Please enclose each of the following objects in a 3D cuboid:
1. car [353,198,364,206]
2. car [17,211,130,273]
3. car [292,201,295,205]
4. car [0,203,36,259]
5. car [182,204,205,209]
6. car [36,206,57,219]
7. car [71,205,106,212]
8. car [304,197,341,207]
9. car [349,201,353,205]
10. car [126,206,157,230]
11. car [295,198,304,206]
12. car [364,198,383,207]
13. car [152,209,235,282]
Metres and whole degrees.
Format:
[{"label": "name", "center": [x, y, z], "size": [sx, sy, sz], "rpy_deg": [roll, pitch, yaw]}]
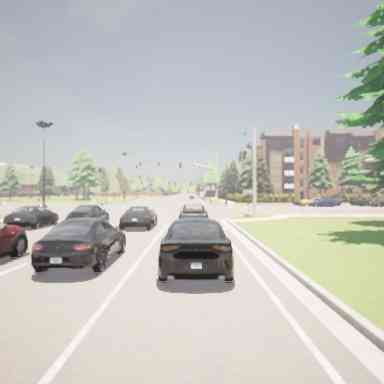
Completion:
[{"label": "car", "center": [29.032, 1.705, 53.370], "size": [4.718, 1.301, 1.895], "rpy_deg": [0, 0, 0]}, {"label": "car", "center": [-3.401, 1.546, 10.617], "size": [1.812, 1.442, 4.674], "rpy_deg": [0, 0, 0]}, {"label": "car", "center": [19.920, 1.657, 56.806], "size": [5.357, 1.411, 2.033], "rpy_deg": [0, 0, 0]}, {"label": "car", "center": [-6.903, 1.372, 10.024], "size": [2.097, 1.767, 4.553], "rpy_deg": [0, 0, 0]}, {"label": "car", "center": [0.104, 1.533, 21.835], "size": [2.128, 1.511, 4.902], "rpy_deg": [0, 0, 0]}, {"label": "car", "center": [-10.404, 1.605, 21.831], "size": [1.994, 1.385, 4.181], "rpy_deg": [0, 0, 0]}, {"label": "car", "center": [-6.903, 1.568, 22.349], "size": [1.812, 1.442, 4.674], "rpy_deg": [0, 0, 0]}, {"label": "car", "center": [19.866, 1.622, 49.806], "size": [4.674, 1.442, 1.812], "rpy_deg": [0, 0, 0]}, {"label": "car", "center": [29.505, 1.712, 56.842], "size": [4.718, 1.301, 1.895], "rpy_deg": [0, 0, 0]}, {"label": "car", "center": [-3.403, 1.605, 21.654], "size": [1.994, 1.385, 4.181], "rpy_deg": [0, 0, 0]}, {"label": "car", "center": [19.694, 1.581, 53.310], "size": [5.008, 1.535, 1.882], "rpy_deg": [0, 0, 0]}, {"label": "car", "center": [29.132, 1.589, 49.883], "size": [4.902, 1.511, 2.128], "rpy_deg": [0, 0, 0]}, {"label": "car", "center": [0.097, 1.497, 9.884], "size": [1.882, 1.535, 5.008], "rpy_deg": [0, 0, 0]}]
